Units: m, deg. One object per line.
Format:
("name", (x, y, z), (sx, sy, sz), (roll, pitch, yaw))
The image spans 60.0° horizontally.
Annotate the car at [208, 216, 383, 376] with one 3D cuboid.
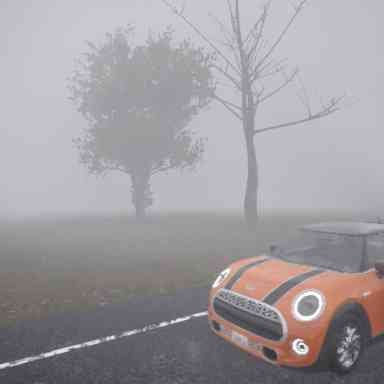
("car", (2.472, 1.352, 5.689), (4.553, 1.767, 2.097), (0, 0, -35))
